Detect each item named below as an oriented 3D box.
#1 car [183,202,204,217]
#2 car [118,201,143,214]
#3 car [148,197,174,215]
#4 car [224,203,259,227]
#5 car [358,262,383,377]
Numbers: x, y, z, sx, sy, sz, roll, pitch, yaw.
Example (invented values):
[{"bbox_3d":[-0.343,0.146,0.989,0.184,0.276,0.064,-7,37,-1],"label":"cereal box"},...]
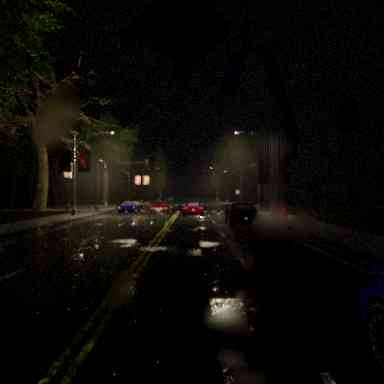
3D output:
[{"bbox_3d":[0.105,1.602,32.204,1.994,1.385,4.181,0,0,0],"label":"car"},{"bbox_3d":[-6.508,1.656,35.319,1.895,1.301,4.718,0,0,0],"label":"car"},{"bbox_3d":[-3.264,1.578,34.911,1.812,1.442,4.674,0,-1,1],"label":"car"},{"bbox_3d":[3.352,1.479,23.049,1.882,1.535,5.008,0,0,0],"label":"car"},{"bbox_3d":[3.274,1.260,2.178,2.150,2.045,5.566,0,2,2],"label":"car"}]
